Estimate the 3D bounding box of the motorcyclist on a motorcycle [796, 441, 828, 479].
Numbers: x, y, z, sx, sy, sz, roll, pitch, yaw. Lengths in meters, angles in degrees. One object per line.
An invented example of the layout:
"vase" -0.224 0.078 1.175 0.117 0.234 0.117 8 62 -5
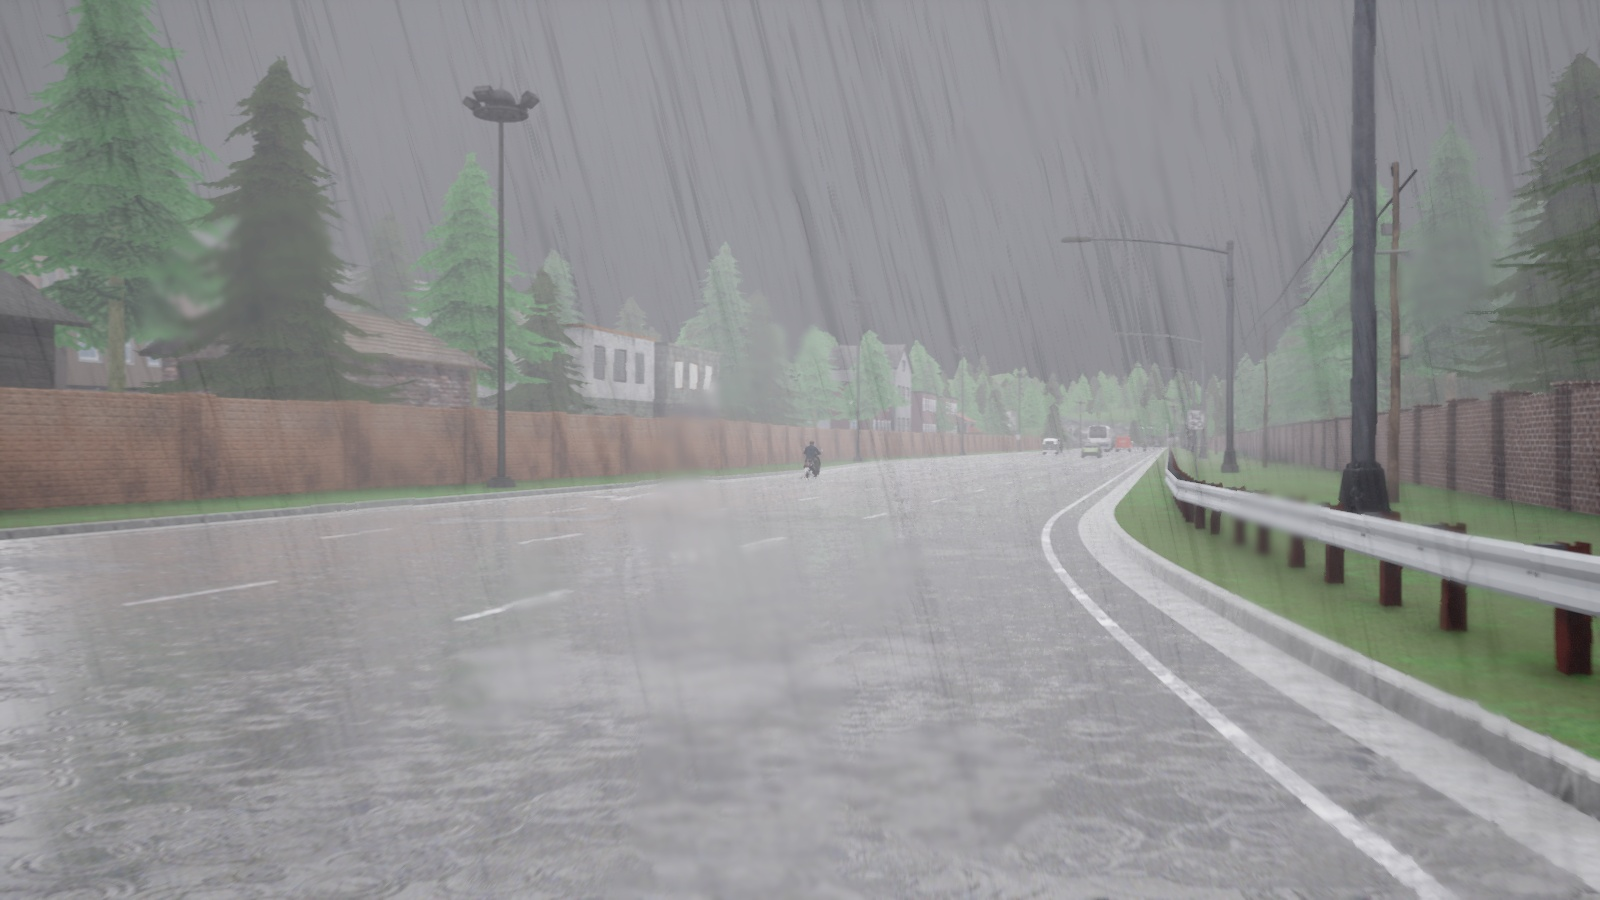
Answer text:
"motorcyclist on a motorcycle" 0.517 0.401 53.081 0.866 1.590 1.817 0 0 16
